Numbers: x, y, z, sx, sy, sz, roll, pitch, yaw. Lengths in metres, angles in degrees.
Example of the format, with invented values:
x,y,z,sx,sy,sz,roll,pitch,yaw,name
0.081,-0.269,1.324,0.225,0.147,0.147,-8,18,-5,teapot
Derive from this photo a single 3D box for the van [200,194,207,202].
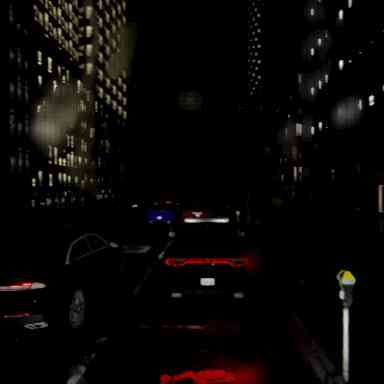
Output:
x,y,z,sx,sy,sz,roll,pitch,yaw,name
2.808,1.510,83.071,1.690,1.788,3.998,-1,0,2,van

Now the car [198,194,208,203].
x,y,z,sx,sy,sz,roll,pitch,yaw,name
2.588,1.473,77.392,2.192,1.841,5.009,-1,0,2,car

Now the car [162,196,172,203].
x,y,z,sx,sy,sz,roll,pitch,yaw,name
-5.789,1.738,77.545,1.752,1.417,4.829,-1,0,2,car

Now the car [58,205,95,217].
x,y,z,sx,sy,sz,roll,pitch,yaw,name
-7.979,1.650,20.920,2.008,1.369,4.403,-1,0,2,car

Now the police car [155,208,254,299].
x,y,z,sx,sy,sz,roll,pitch,yaw,name
0.385,1.443,8.678,1.930,1.638,5.238,0,0,2,police car

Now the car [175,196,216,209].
x,y,z,sx,sy,sz,roll,pitch,yaw,name
0.392,1.360,20.597,2.192,1.841,5.009,-1,0,2,car

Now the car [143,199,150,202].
x,y,z,sx,sy,sz,roll,pitch,yaw,name
-6.880,1.707,49.317,2.008,1.369,4.403,-1,0,2,car

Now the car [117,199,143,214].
x,y,z,sx,sy,sz,roll,pitch,yaw,name
-7.320,1.685,37.959,2.008,1.369,4.403,-1,0,2,car

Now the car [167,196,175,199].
x,y,z,sx,sy,sz,roll,pitch,yaw,name
-1.509,1.455,40.759,2.097,1.767,4.553,0,0,2,car

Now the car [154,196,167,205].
x,y,z,sx,sy,sz,roll,pitch,yaw,name
-6.223,1.631,66.356,1.967,1.590,4.097,-1,0,2,car

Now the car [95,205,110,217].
x,y,z,sx,sy,sz,roll,pitch,yaw,name
-7.758,1.693,26.600,1.802,1.307,4.206,-1,0,2,car

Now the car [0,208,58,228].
x,y,z,sx,sy,sz,roll,pitch,yaw,name
-8.198,1.632,15.241,1.887,1.381,4.507,-1,0,2,car

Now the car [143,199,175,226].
x,y,z,sx,sy,sz,roll,pitch,yaw,name
-2.045,1.547,24.336,1.882,1.535,5.008,0,0,2,car

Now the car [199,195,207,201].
x,y,z,sx,sy,sz,roll,pitch,yaw,name
3.030,1.620,88.750,1.967,1.590,4.097,-1,0,2,car

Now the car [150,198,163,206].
x,y,z,sx,sy,sz,roll,pitch,yaw,name
-6.441,1.761,60.676,1.802,1.307,4.206,-1,0,2,car

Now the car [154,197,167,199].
x,y,z,sx,sy,sz,roll,pitch,yaw,name
-4.255,1.541,47.402,2.097,1.767,4.553,0,0,2,car

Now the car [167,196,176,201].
x,y,z,sx,sy,sz,roll,pitch,yaw,name
-5.343,1.800,89.073,1.947,1.339,4.313,-1,0,2,car

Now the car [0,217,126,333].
x,y,z,sx,sy,sz,roll,pitch,yaw,name
-2.720,1.524,6.858,2.128,1.511,4.902,0,0,2,car

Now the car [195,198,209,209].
x,y,z,sx,sy,sz,roll,pitch,yaw,name
1.494,1.653,48.993,2.008,1.369,4.403,-1,0,2,car
